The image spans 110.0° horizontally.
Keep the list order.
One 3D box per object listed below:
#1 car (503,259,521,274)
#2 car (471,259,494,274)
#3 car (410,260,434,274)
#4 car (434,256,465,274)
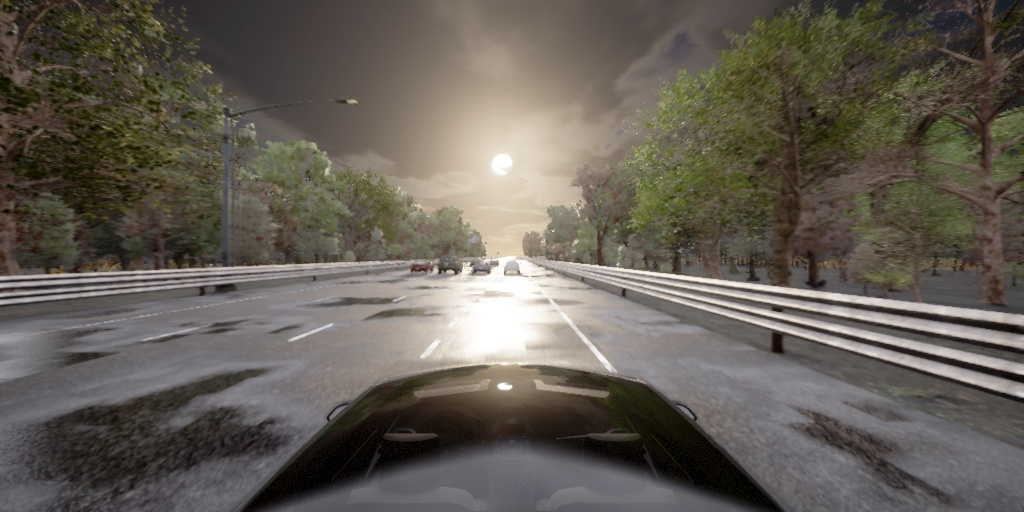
[{"bbox_3d":[0.005,1.294,42.239,1.812,1.442,4.674,0,0,0],"label":"car"},{"bbox_3d":[-3.492,1.333,42.304,1.994,1.385,4.181,0,0,0],"label":"car"},{"bbox_3d":[-10.490,1.246,42.327,1.882,1.535,5.008,0,0,0],"label":"car"},{"bbox_3d":[-7.003,0.992,40.936,2.150,2.045,5.566,0,0,0],"label":"car"}]
